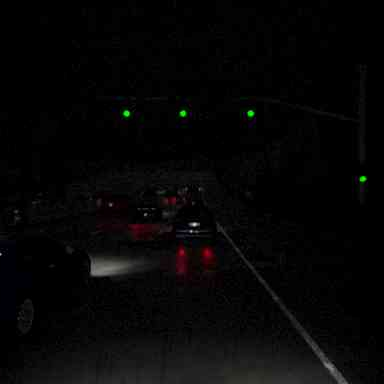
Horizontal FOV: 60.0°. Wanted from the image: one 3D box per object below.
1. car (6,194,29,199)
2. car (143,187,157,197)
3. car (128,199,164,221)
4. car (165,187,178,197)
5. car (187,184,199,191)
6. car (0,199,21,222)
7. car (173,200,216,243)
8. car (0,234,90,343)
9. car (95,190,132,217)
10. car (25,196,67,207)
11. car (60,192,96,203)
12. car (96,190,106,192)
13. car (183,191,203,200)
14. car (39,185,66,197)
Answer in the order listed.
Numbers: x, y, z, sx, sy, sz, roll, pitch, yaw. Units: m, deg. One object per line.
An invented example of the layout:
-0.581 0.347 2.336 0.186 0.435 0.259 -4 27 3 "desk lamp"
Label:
-21.013 1.091 40.011 1.882 1.535 5.008 0 3 1 "car"
-6.888 -0.109 54.802 2.033 1.411 5.357 0 7 1 "car"
-3.396 1.448 26.720 2.128 1.511 4.902 0 0 0 "car"
-3.393 -0.133 54.800 1.812 1.442 4.674 0 7 1 "car"
0.184 -0.758 60.139 1.994 1.385 4.181 0 7 1 "car"
-14.082 1.491 23.124 1.812 1.442 4.674 0 0 0 "car"
0.104 1.410 16.119 2.033 1.649 4.856 0 0 0 "car"
-3.409 1.518 6.292 1.812 1.442 4.674 0 0 0 "car"
-6.893 1.153 30.901 2.150 2.045 5.566 0 1 0 "car"
-14.038 1.441 31.754 1.812 1.442 4.674 0 1 0 "car"
-13.994 1.087 41.297 2.033 1.411 5.357 0 3 1 "car"
-13.928 0.340 51.230 1.895 1.301 4.718 0 6 1 "car"
0.114 1.140 36.244 2.097 1.767 4.553 0 2 0 "car"
-20.946 0.070 50.120 2.150 2.045 5.566 0 6 1 "car"
